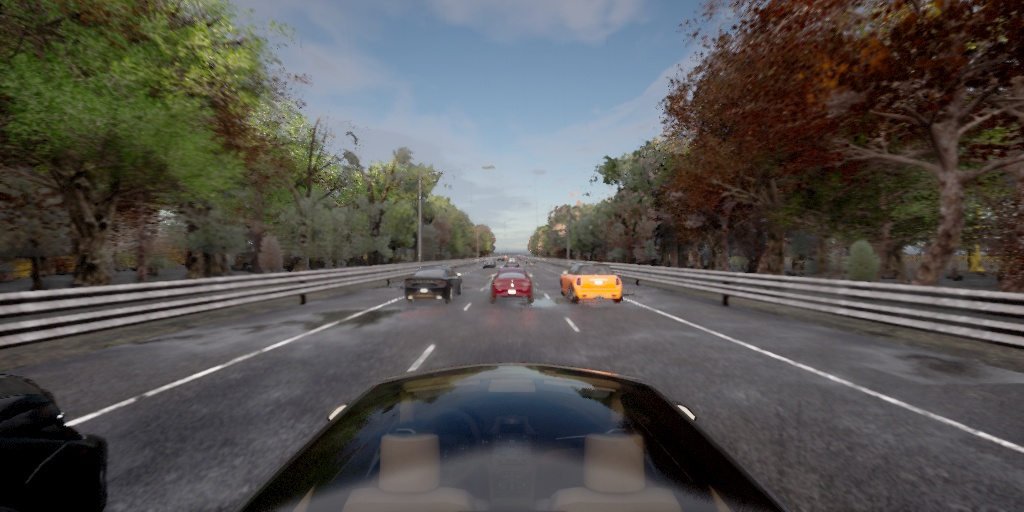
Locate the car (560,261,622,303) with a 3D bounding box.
[{"bbox_3d":[3.498,1.097,16.641,2.097,1.767,4.553,0,0,0],"label":"car"}]

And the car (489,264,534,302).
[{"bbox_3d":[0.000,1.272,16.740,1.812,1.442,4.674,0,0,0],"label":"car"}]

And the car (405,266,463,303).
[{"bbox_3d":[-3.502,1.223,16.762,1.882,1.535,5.008,0,0,0],"label":"car"}]

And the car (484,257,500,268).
[{"bbox_3d":[-3.506,1.257,57.802,2.033,1.411,5.357,0,0,0],"label":"car"}]

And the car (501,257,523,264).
[{"bbox_3d":[-0.005,1.214,45.814,2.128,1.511,4.902,0,0,0],"label":"car"}]
